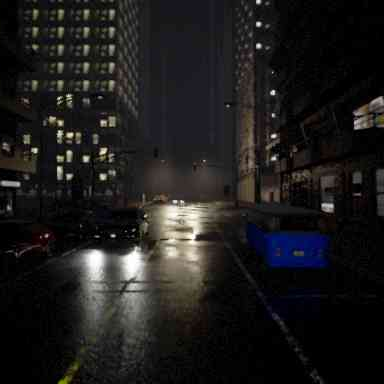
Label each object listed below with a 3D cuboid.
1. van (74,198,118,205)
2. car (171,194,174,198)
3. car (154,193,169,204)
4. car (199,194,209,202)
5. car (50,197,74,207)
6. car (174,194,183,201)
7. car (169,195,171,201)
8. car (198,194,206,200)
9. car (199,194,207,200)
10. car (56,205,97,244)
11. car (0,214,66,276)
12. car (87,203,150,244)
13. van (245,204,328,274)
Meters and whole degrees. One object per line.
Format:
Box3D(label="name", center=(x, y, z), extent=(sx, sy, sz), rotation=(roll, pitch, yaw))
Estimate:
Box3D(label="van", center=(-5.819, 1.279, 21.271), extent=(1.690, 1.788, 3.998), rotation=(1, 0, 0))
Box3D(label="car", center=(-5.705, 1.108, 70.487), extent=(2.192, 1.841, 5.009), rotation=(1, 0, 0))
Box3D(label="car", center=(-5.702, 1.266, 59.337), extent=(1.967, 1.590, 4.097), rotation=(1, 0, 0))
Box3D(label="car", center=(2.669, 1.374, 70.554), extent=(1.802, 1.307, 4.206), rotation=(1, 0, 0))
Box3D(label="car", center=(-16.512, 1.370, 43.912), extent=(4.097, 1.590, 1.967), rotation=(0, -1, 0))
Box3D(label="car", center=(-3.037, 1.372, 76.102), extent=(1.895, 1.301, 4.718), rotation=(0, 0, 0))
Box3D(label="car", center=(-5.708, 1.391, 64.913), extent=(1.802, 1.307, 4.206), rotation=(1, 0, 0))
Box3D(label="car", center=(2.662, 1.309, 87.287), extent=(1.947, 1.339, 4.313), rotation=(1, 0, 0))
Box3D(label="car", center=(2.666, 1.284, 81.879), extent=(1.752, 1.417, 4.829), rotation=(1, 0, 0))
Box3D(label="car", center=(-5.651, 1.520, 15.730), extent=(1.947, 1.339, 4.313), rotation=(1, 0, 0))
Box3D(label="car", center=(-5.648, 1.553, 10.191), extent=(1.802, 1.307, 4.206), rotation=(1, 0, 0))
Box3D(label="car", center=(-3.092, 1.459, 15.479), extent=(1.837, 1.490, 4.892), rotation=(0, 0, 0))
Box3D(label="van", center=(2.703, 1.311, 10.247), extent=(1.690, 1.788, 3.998), rotation=(1, 0, 0))
